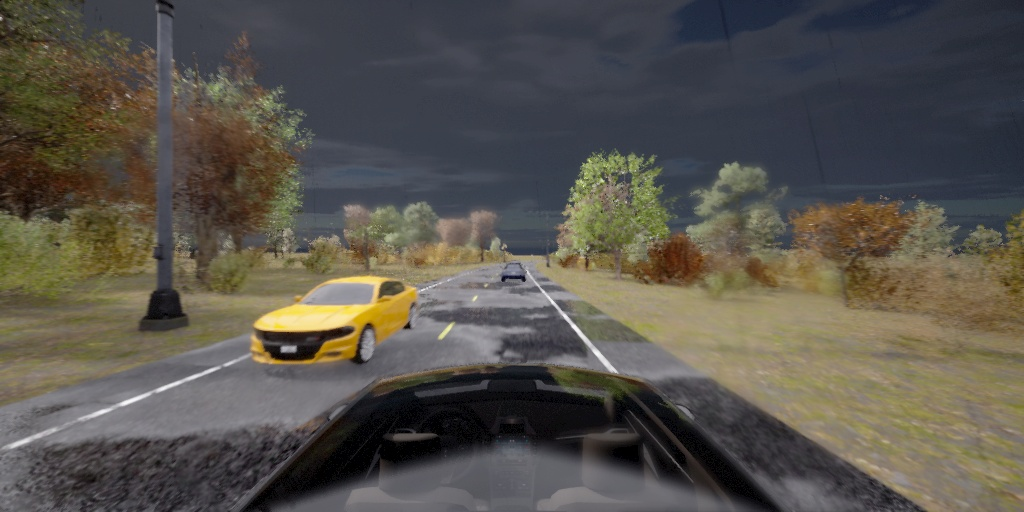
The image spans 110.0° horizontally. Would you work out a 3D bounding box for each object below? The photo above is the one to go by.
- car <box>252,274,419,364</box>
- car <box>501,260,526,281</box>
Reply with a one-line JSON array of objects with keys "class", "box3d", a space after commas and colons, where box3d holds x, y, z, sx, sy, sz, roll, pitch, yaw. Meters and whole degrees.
[{"class": "car", "box3d": [-3.590, 1.225, 8.276, 1.882, 1.535, 5.008, 0, 0, 0]}, {"class": "car", "box3d": [0.130, 1.311, 30.211, 1.994, 1.385, 4.181, 0, 0, 0]}]
